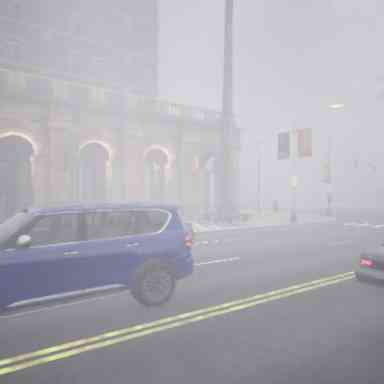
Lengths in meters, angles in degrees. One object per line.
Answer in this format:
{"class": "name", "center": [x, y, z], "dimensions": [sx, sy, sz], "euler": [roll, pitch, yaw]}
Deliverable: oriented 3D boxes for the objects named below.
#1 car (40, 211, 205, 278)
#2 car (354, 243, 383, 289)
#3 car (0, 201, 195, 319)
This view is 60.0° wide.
{"class": "car", "center": [-2.170, 1.509, 11.030], "dimensions": [4.902, 1.511, 2.128], "euler": [0, 0, -35]}
{"class": "car", "center": [6.102, 1.583, 8.097], "dimensions": [5.357, 1.411, 2.033], "euler": [0, 0, -36]}
{"class": "car", "center": [-2.543, 1.228, 6.472], "dimensions": [5.566, 2.045, 2.150], "euler": [0, 0, -35]}
